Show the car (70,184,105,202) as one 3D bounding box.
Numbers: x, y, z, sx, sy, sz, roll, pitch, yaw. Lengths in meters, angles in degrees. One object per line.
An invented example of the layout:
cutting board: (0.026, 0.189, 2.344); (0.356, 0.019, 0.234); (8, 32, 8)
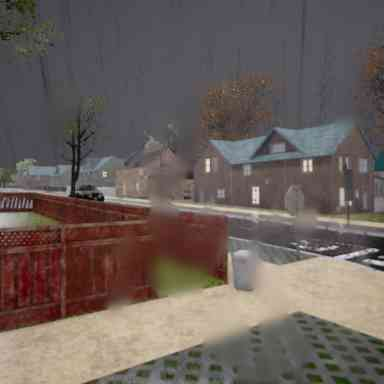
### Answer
car: (-10.869, 0.250, 34.208); (2.150, 2.045, 5.566); (-1, 2, -36)
